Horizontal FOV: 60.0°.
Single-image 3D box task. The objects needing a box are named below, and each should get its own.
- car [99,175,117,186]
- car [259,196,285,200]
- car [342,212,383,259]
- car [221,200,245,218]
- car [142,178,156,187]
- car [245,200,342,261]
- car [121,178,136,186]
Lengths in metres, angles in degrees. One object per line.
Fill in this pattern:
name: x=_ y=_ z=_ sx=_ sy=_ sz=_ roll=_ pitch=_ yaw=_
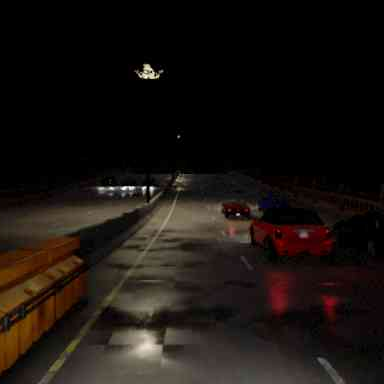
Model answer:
car: x=-14.331 y=-1.959 z=57.044 sx=2.097 sy=1.767 sz=4.553 roll=0 pitch=7 yaw=0
car: x=6.938 y=1.041 z=28.596 sx=1.882 sy=1.535 sz=5.008 roll=0 pitch=4 yaw=0
car: x=7.019 y=1.521 z=12.668 sx=1.837 sy=1.490 sz=4.892 roll=0 pitch=0 yaw=0
car: x=3.430 y=1.263 z=26.798 sx=1.895 sy=1.301 sz=4.718 roll=0 pitch=3 yaw=0
car: x=-7.330 y=-1.756 z=57.030 sx=2.033 sy=1.411 sz=5.357 roll=0 pitch=7 yaw=0
car: x=3.518 y=1.367 z=12.556 sx=2.097 sy=1.767 sz=4.553 roll=0 pitch=0 yaw=0
car: x=-10.835 y=-1.744 z=57.048 sx=1.994 sy=1.385 sz=4.181 roll=0 pitch=7 yaw=0
